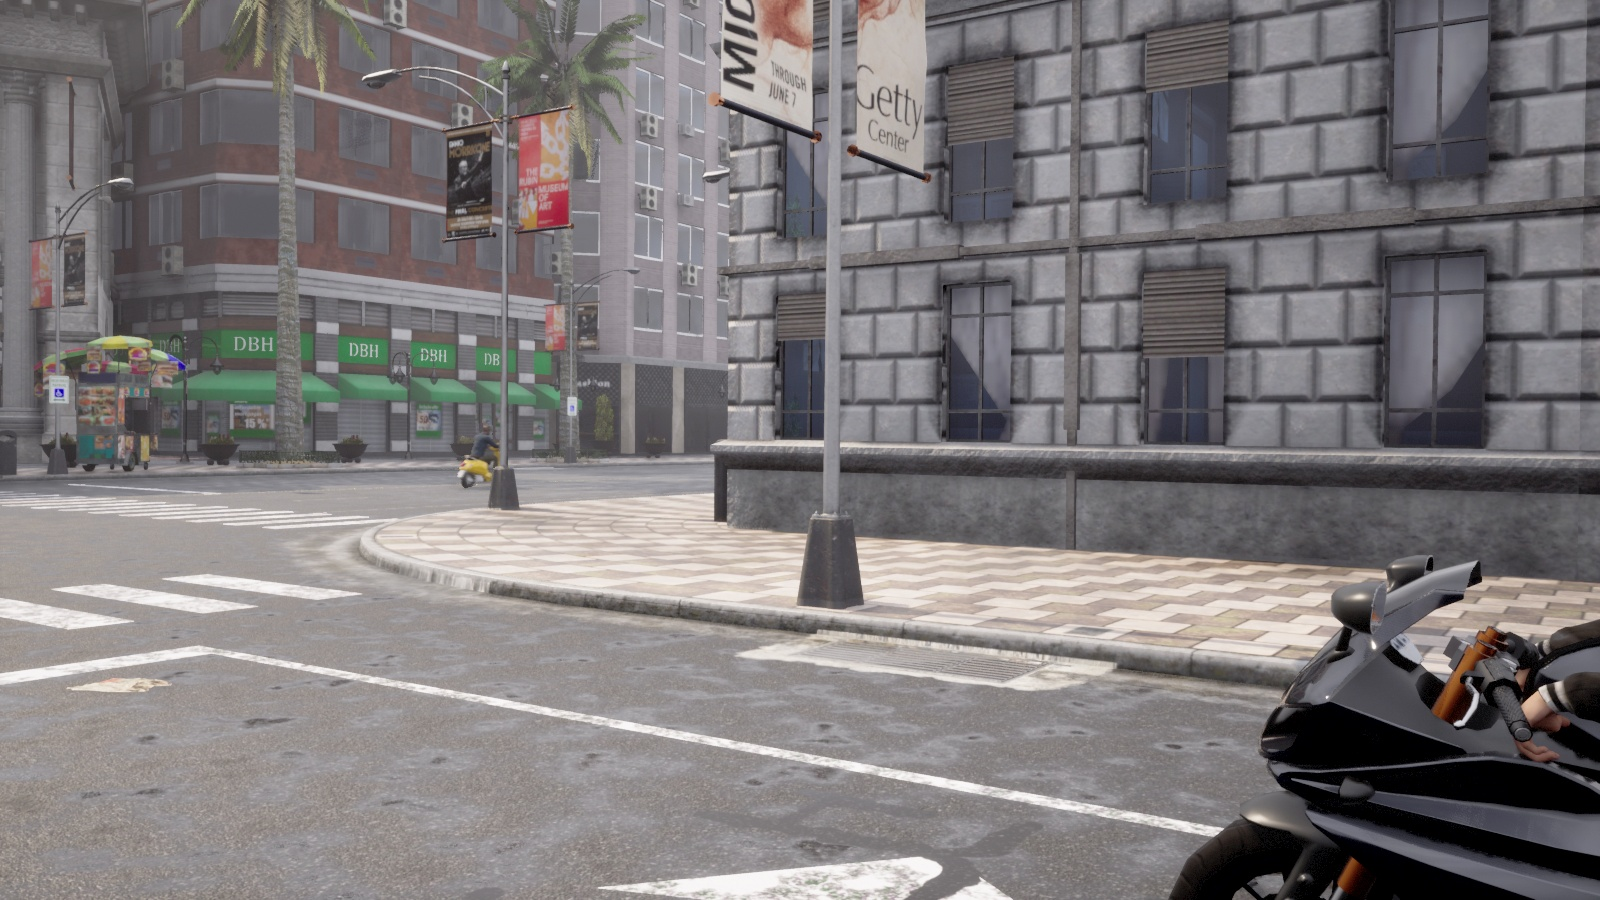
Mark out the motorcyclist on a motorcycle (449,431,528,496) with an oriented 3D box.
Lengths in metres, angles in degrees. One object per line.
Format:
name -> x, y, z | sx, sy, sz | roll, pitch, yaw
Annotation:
motorcyclist on a motorcycle -> -7.939, 0.319, 32.078 | 0.866, 1.590, 1.817 | 0, 1, 34

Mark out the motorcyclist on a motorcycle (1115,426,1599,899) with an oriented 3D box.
motorcyclist on a motorcycle -> 1.824, 0.717, 2.412 | 2.191, 1.530, 0.866 | 0, 1, 34
